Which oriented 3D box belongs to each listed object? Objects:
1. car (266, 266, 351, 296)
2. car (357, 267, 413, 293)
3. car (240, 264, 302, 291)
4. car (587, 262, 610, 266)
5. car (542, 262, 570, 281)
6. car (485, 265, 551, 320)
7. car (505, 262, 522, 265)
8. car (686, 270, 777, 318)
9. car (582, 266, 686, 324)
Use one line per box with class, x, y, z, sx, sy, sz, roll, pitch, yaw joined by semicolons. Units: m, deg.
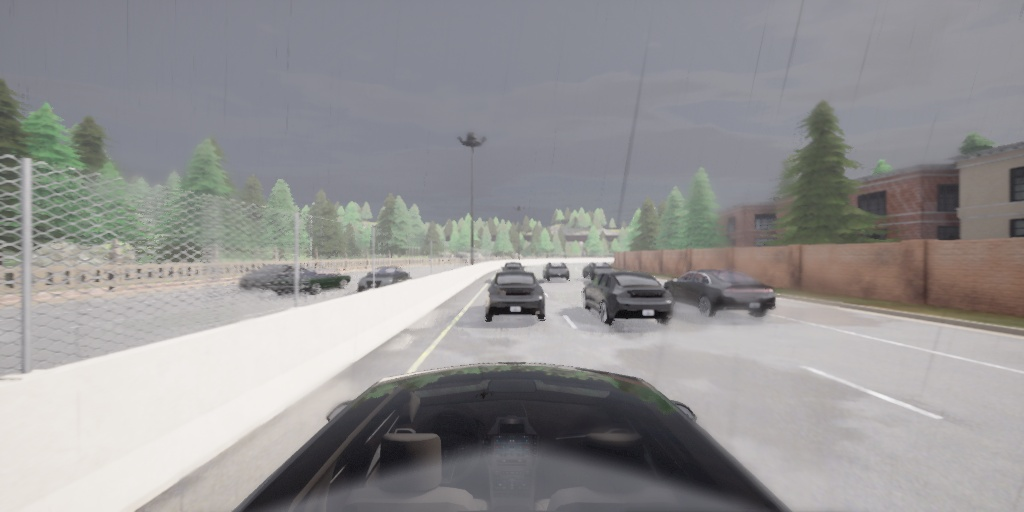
car;-10.600;1.338;19.341;1.895;1.301;4.718;0;0;0
car;-7.099;1.300;20.403;1.994;1.385;4.181;0;0;0
car;-14.098;1.240;21.778;1.837;1.490;4.892;0;0;0
car;7.099;1.221;29.763;2.128;1.511;4.902;0;0;0
car;3.599;1.221;29.757;2.128;1.511;4.902;0;0;0
car;0.100;1.247;12.524;1.837;1.490;4.892;0;0;0
car;0.100;1.234;29.863;1.837;1.490;4.892;0;0;0
car;7.101;1.233;12.913;2.128;1.511;4.902;0;0;0
car;3.600;1.248;11.889;1.837;1.490;4.892;0;0;0
